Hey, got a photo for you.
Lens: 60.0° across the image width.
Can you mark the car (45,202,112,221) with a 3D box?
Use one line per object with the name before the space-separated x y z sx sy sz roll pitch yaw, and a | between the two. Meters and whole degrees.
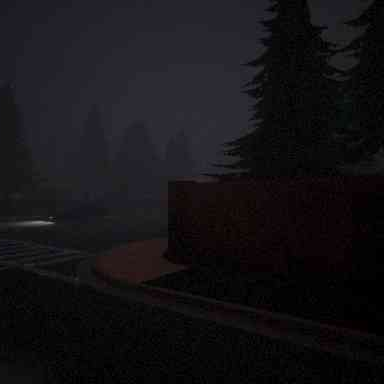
car | -9.134 1.547 27.336 2.033 1.411 5.357 0 0 35
